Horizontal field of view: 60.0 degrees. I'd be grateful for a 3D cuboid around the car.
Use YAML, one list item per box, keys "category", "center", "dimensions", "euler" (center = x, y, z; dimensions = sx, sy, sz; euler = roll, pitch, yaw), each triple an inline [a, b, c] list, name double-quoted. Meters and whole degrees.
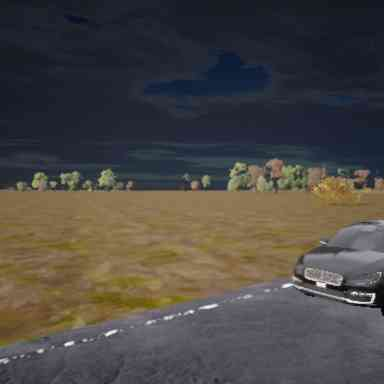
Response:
- category: "car"
  center: [4.299, 1.440, 7.568]
  dimensions: [4.892, 1.490, 1.837]
  euler: [0, 0, -37]
